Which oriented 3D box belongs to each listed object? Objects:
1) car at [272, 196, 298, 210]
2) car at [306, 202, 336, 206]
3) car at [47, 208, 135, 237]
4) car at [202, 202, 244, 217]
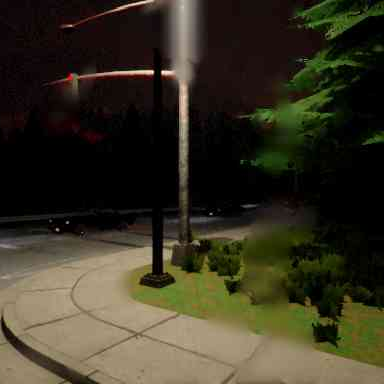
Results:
[{"bbox_3d":[12.139,1.325,43.306,2.097,1.767,4.553,0,0,37],"label":"car"},{"bbox_3d":[16.399,1.195,42.910,2.150,2.045,5.566,0,0,36],"label":"car"},{"bbox_3d":[-5.439,1.574,18.355,1.895,1.301,4.718,0,0,35],"label":"car"},{"bbox_3d":[2.903,1.574,30.412,1.895,1.301,4.718,0,0,35],"label":"car"}]
